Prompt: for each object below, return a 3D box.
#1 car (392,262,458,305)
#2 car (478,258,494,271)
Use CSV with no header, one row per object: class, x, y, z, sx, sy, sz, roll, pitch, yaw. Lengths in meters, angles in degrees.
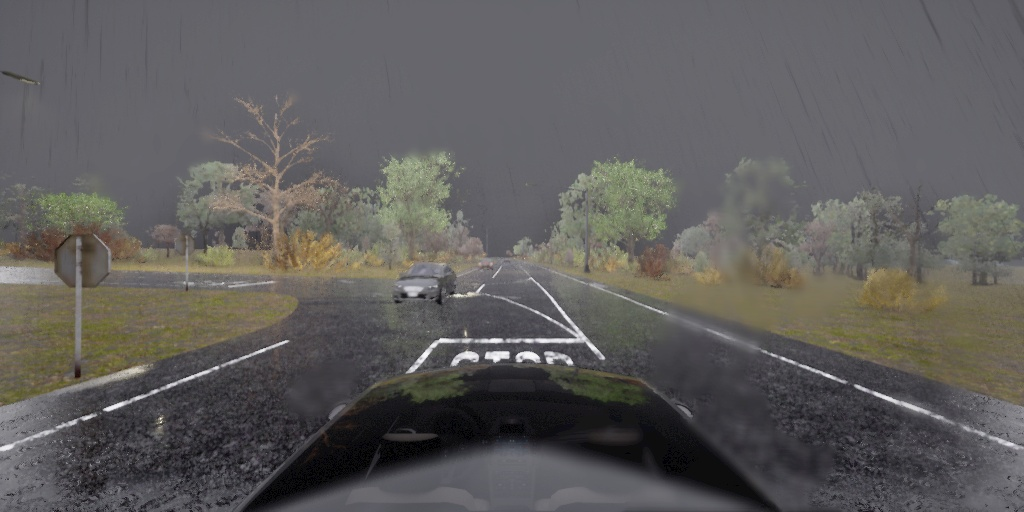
car,-3.471,1.026,15.038,2.128,1.511,4.902,1,1,0
car,-3.569,1.085,49.917,2.097,1.767,4.553,0,0,0
